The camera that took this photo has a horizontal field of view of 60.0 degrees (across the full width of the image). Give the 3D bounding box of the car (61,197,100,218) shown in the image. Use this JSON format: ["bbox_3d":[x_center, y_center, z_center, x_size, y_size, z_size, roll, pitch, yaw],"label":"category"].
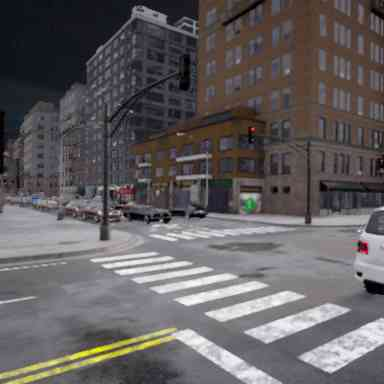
[{"bbox_3d":[-10.157,1.501,30.310,1.967,1.590,4.097,1,-1,-35],"label":"car"}]

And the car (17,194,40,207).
[{"bbox_3d":[-26.039,1.511,52.827,1.967,1.590,4.097,1,-1,-35],"label":"car"}]

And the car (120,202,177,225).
[{"bbox_3d":[-3.392,1.695,25.117,1.895,1.301,4.718,1,0,-35],"label":"car"}]

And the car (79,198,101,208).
[{"bbox_3d":[-16.307,1.717,52.948,2.008,1.369,4.403,1,-1,-35],"label":"car"}]

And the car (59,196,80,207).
[{"bbox_3d":[-19.634,1.488,53.274,2.097,1.767,4.553,1,-1,-35],"label":"car"}]

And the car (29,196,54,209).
[{"bbox_3d":[-19.687,1.614,43.819,2.008,1.369,4.403,1,-1,-35],"label":"car"}]

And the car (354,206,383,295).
[{"bbox_3d":[6.026,1.303,7.733,5.566,2.045,2.150,0,0,-36],"label":"car"}]

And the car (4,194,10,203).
[{"bbox_3d":[-38.745,1.638,70.839,1.887,1.381,4.507,1,-1,-35],"label":"car"}]

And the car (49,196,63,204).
[{"bbox_3d":[-29.011,1.628,70.962,1.967,1.590,4.097,1,-1,-35],"label":"car"}]

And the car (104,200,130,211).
[{"bbox_3d":[-9.954,1.727,43.941,1.947,1.339,4.313,1,-1,-35],"label":"car"}]

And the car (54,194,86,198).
[{"bbox_3d":[-15.227,1.315,41.933,2.150,2.045,5.566,1,-1,-35],"label":"car"}]

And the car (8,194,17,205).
[{"bbox_3d":[-32.393,1.632,61.832,2.008,1.369,4.403,1,-1,-35],"label":"car"}]

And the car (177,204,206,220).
[{"bbox_3d":[-0.425,1.728,30.431,1.947,1.339,4.313,1,-1,-35],"label":"car"}]

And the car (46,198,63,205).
[{"bbox_3d":[-25.301,1.746,61.294,1.895,1.301,4.718,1,-1,-35],"label":"car"}]

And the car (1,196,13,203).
[{"bbox_3d":[-41.922,1.680,75.343,1.802,1.307,4.206,1,-1,-35],"label":"car"}]

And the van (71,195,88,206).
[{"bbox_3d":[-19.481,1.512,57.452,1.690,1.788,3.998,1,-1,-35],"label":"van"}]

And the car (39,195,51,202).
[{"bbox_3d":[-35.364,1.639,79.969,1.967,1.590,4.097,1,-1,-35],"label":"car"}]

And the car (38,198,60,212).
[{"bbox_3d":[-16.511,1.643,39.316,1.802,1.307,4.206,1,-1,-35],"label":"car"}]

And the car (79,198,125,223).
[{"bbox_3d":[-6.981,1.502,25.807,1.967,1.590,4.097,1,-1,-35],"label":"car"}]
